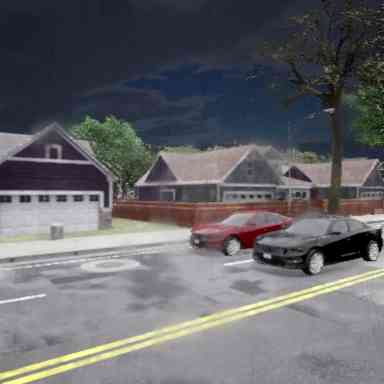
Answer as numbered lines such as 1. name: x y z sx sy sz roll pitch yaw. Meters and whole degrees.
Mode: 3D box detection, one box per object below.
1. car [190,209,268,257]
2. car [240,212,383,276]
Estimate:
1. car: 2.214 1.486 13.219 5.008 1.535 1.882 0 0 -35
2. car: 4.106 1.486 10.578 5.008 1.535 1.882 0 0 -35
